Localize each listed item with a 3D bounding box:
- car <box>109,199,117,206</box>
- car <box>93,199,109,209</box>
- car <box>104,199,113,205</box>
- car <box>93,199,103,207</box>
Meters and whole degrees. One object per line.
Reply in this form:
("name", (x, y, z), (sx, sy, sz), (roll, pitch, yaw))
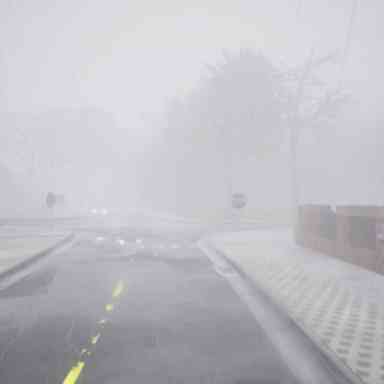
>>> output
("car", (-16.897, 2.276, 69.719), (2.128, 1.511, 4.902), (0, -1, -17))
("car", (-15.134, 2.130, 54.564), (1.895, 1.301, 4.718), (0, -1, -17))
("car", (-19.993, 2.344, 79.701), (1.895, 1.301, 4.718), (0, -1, -17))
("car", (-19.644, 2.229, 69.291), (1.882, 1.535, 5.008), (0, -1, -17))
